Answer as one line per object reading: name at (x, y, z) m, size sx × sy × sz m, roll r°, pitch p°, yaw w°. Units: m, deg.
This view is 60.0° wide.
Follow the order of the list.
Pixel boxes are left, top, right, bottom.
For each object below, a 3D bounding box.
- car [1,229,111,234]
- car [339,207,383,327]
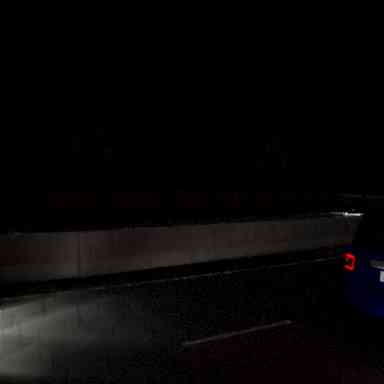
car at (-5.014, 1.596, 12.574) m, size 4.181 × 1.385 × 1.994 m, roll 0°, pitch 0°, yaw -25°
car at (4.995, 1.236, 5.595) m, size 5.566 × 2.045 × 2.150 m, roll 0°, pitch 0°, yaw -27°
